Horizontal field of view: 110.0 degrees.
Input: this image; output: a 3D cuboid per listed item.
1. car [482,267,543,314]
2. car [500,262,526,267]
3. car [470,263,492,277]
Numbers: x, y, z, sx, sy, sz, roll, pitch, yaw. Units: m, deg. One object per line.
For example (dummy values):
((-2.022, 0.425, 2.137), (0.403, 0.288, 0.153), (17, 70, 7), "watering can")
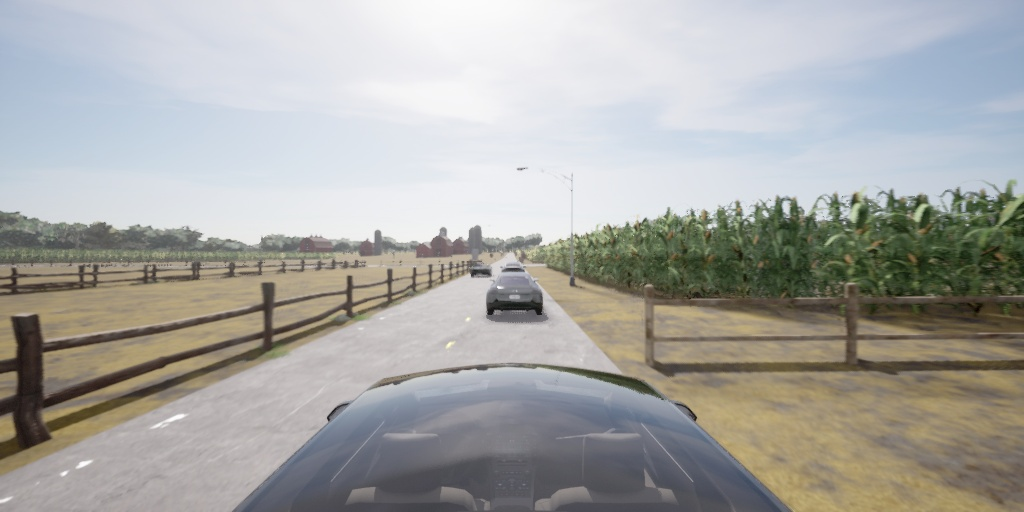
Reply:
((0.091, 1.296, 13.656), (1.994, 1.385, 4.181), (0, 0, 0), "car")
((0.089, 1.213, 28.927), (1.837, 1.490, 4.892), (0, 0, 0), "car")
((-2.852, 1.301, 34.149), (1.895, 1.301, 4.718), (0, 0, 0), "car")
